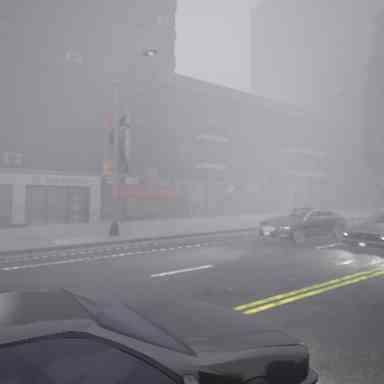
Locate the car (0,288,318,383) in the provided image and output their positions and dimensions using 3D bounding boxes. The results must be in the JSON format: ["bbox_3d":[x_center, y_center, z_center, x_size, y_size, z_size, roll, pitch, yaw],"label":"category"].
[{"bbox_3d":[-1.373,1.546,2.459,5.357,1.411,2.033,0,0,-36],"label":"car"}]

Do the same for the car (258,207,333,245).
[{"bbox_3d":[5.117,1.438,15.232,4.902,1.511,2.128,0,0,-35],"label":"car"}]

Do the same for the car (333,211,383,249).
[{"bbox_3d":[8.296,1.488,13.486,5.357,1.411,2.033,0,0,-35],"label":"car"}]
